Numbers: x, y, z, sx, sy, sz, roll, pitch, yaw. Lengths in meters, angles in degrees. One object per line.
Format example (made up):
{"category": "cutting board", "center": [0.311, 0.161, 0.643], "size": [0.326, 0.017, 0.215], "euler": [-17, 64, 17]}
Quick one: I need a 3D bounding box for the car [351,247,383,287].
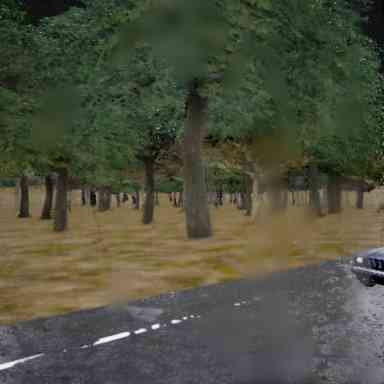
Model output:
{"category": "car", "center": [5.998, 1.649, 8.266], "size": [4.718, 1.301, 1.895], "euler": [0, 0, -35]}
